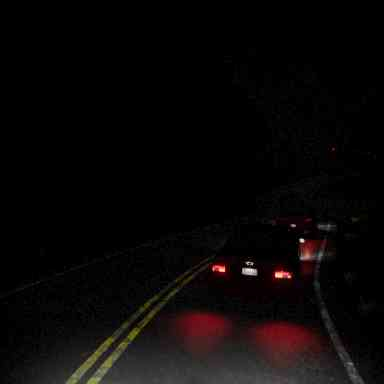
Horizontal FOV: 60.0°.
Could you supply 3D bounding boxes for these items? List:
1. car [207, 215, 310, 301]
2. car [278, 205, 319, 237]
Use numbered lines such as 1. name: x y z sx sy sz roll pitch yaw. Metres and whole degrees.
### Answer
1. car: 1.860 1.549 8.631 2.033 1.411 5.357 2 0 18
2. car: 5.932 1.487 18.482 1.882 1.535 5.008 2 1 23
